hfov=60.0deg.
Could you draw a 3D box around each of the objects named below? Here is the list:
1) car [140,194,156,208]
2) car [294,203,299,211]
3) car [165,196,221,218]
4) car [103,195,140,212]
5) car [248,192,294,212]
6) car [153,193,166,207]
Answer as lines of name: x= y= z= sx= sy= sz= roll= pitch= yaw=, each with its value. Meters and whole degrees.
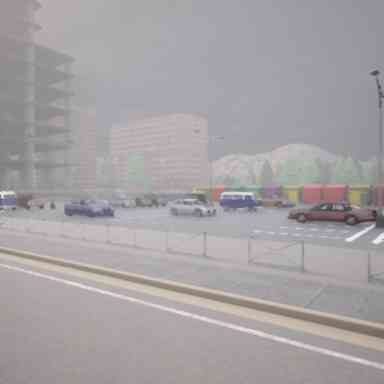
car: x=-7.128 y=1.287 z=43.886 sx=3.905 sy=1.438 sz=1.784 roll=0 pitch=0 yaw=36
car: x=11.610 y=1.324 z=44.120 sx=3.905 sy=1.438 sz=1.784 roll=0 pitch=0 yaw=36
car: x=0.073 y=1.356 z=28.036 sx=3.806 sy=1.475 sz=1.970 roll=0 pitch=0 yaw=36
car: x=-8.819 y=1.318 z=41.536 sx=3.806 sy=1.475 sz=1.970 roll=0 pitch=0 yaw=36
car: x=9.867 y=1.113 z=41.806 sx=4.605 sy=1.855 sz=1.932 roll=0 pitch=0 yaw=36
car: x=-5.602 y=1.076 z=46.094 sx=4.605 sy=1.855 sz=1.932 roll=0 pitch=0 yaw=36
